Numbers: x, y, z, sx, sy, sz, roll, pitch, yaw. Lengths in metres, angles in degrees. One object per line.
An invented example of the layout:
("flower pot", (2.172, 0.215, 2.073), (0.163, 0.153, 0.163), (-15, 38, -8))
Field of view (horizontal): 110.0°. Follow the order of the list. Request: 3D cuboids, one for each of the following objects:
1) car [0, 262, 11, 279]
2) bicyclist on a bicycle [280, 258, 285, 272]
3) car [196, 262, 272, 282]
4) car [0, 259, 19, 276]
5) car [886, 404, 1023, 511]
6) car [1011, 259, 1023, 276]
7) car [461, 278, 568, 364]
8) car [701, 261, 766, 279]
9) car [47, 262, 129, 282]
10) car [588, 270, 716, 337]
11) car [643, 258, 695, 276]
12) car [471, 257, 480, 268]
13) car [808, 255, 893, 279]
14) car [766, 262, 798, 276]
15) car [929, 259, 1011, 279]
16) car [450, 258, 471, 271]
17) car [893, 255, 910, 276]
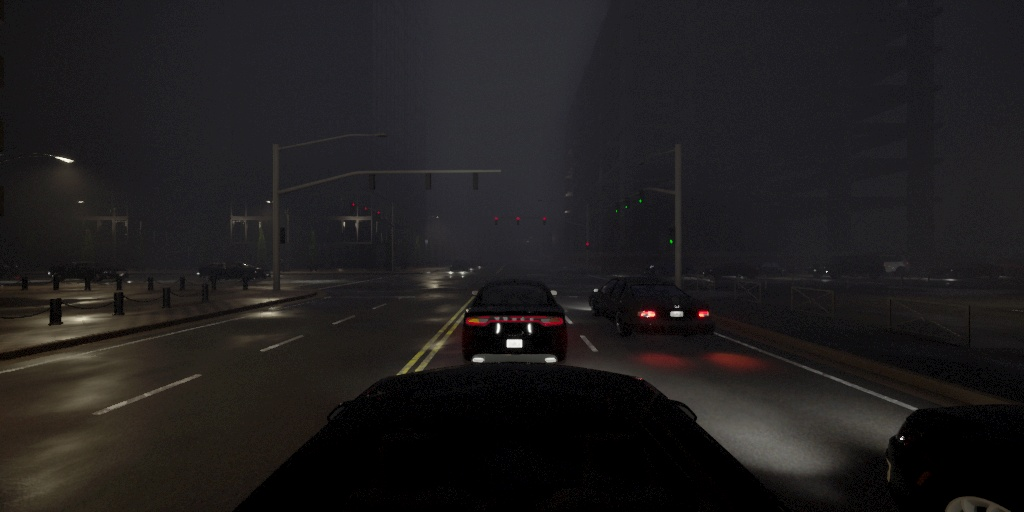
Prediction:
("car", (-42.273, 1.295, 27.516), (4.718, 1.301, 1.895), (0, 0, 1))
("bicyclist on a bicycle", (-25.408, 0.995, 39.334), (0.582, 1.620, 1.656), (0, 0, 0))
("car", (-21.129, 1.187, 27.382), (4.902, 1.511, 2.128), (0, 0, 0))
("car", (-51.176, 1.047, 34.783), (4.553, 1.767, 2.097), (0, 0, 1))
("car", (3.600, 1.255, 0.511), (1.837, 1.490, 4.892), (0, 0, 0))
("car", (48.859, 1.045, 35.050), (4.553, 1.767, 2.097), (0, 0, 0))
("car", (0.055, 1.228, 8.124), (1.882, 1.535, 5.008), (0, 0, 0))
("car", (19.154, 1.220, 31.503), (4.674, 1.442, 1.812), (0, 0, 0))
("car", (-32.269, 1.186, 27.413), (4.902, 1.511, 2.128), (0, 0, 0))
("car", (3.571, 1.297, 10.248), (2.033, 1.411, 5.357), (0, 0, 0))
("car", (15.230, 1.046, 35.031), (4.553, 1.767, 2.097), (0, 0, 0))
("car", (-7.079, 1.297, 59.309), (2.033, 1.411, 5.357), (0, 0, 0))
("car", (29.420, 0.916, 31.558), (5.566, 2.045, 2.150), (0, 0, 0))
("car", (24.698, 1.242, 35.044), (5.357, 1.411, 2.033), (0, 0, 0))
("car", (39.912, 1.172, 31.575), (5.008, 1.535, 1.882), (0, 0, 0))
("car", (-7.093, 1.227, 48.512), (1.882, 1.535, 5.008), (0, 0, 0))
("car", (35.393, 0.916, 35.075), (5.566, 2.045, 2.150), (0, 0, 0))
